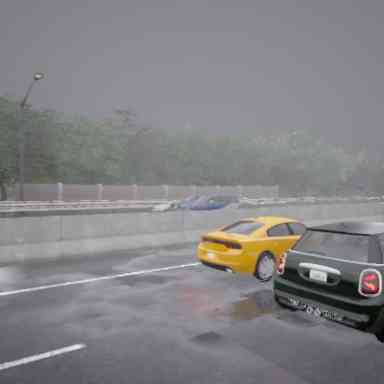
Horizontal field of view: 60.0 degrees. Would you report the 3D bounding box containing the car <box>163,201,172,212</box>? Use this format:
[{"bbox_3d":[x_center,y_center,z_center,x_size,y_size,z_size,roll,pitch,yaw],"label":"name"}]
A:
[{"bbox_3d":[0.511,1.222,30.143,5.566,2.045,2.150,0,0,-35],"label":"car"}]

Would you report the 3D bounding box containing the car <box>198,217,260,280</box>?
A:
[{"bbox_3d":[2.508,1.481,9.962,5.008,1.535,1.882,0,0,-36],"label":"car"}]

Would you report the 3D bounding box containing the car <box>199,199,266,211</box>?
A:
[{"bbox_3d":[3.234,1.478,23.496,5.008,1.535,1.882,0,0,-35],"label":"car"}]

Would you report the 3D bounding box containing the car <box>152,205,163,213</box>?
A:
[{"bbox_3d":[-1.658,1.525,32.891,4.674,1.442,1.812,0,0,-35],"label":"car"}]

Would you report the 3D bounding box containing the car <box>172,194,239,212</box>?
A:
[{"bbox_3d":[1.526,1.221,26.572,5.566,2.045,2.150,0,0,-35],"label":"car"}]

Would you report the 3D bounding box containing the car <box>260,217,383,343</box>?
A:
[{"bbox_3d":[3.747,1.355,6.548,4.553,1.767,2.097,0,0,-36],"label":"car"}]
